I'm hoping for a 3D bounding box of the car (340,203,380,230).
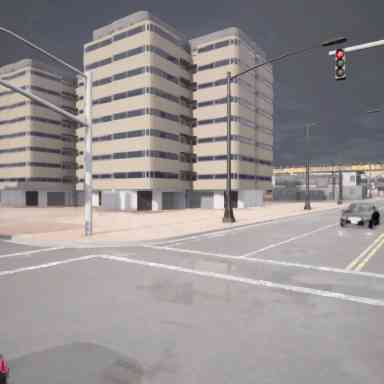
[{"bbox_3d":[10.951,1.498,21.567,2.128,1.511,4.902,0,0,35],"label":"car"}]

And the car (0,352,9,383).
[{"bbox_3d":[-3.195,1.566,1.565,1.994,1.385,4.181,0,0,35],"label":"car"}]
